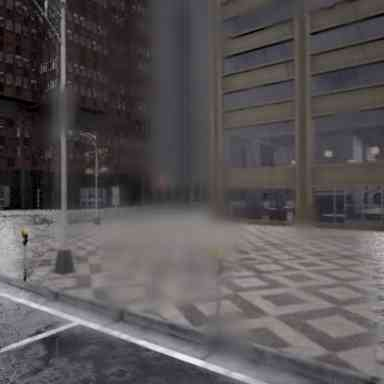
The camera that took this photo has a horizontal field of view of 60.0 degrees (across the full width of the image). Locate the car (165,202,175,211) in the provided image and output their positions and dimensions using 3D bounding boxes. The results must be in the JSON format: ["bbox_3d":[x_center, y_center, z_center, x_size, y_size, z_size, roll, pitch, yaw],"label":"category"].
[{"bbox_3d":[-2.801,2.549,59.515,2.128,1.511,4.902,-1,-1,36],"label":"car"}]

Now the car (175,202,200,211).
[{"bbox_3d":[-0.377,2.549,57.316,1.812,1.442,4.674,-1,-1,36],"label":"car"}]
